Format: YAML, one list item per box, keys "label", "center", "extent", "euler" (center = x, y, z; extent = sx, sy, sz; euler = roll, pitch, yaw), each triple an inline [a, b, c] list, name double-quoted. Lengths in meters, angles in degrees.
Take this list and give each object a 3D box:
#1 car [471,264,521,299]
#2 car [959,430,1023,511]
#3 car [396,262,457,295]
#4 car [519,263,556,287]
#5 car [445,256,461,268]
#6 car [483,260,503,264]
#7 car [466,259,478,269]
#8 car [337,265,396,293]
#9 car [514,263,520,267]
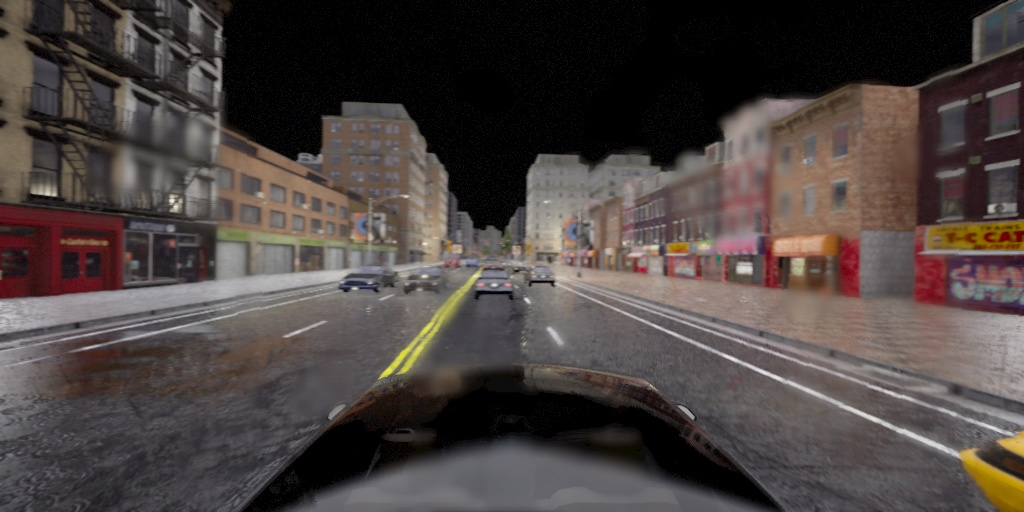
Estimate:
- label: "car"
  center: [-0.905, 1.313, 18.098]
  extent: [2.033, 1.411, 5.357]
  euler: [1, 0, -3]
- label: "car"
  center: [4.231, 1.280, 0.176]
  extent: [1.801, 1.575, 5.366]
  euler: [1, 0, -3]
- label: "car"
  center: [-4.437, 1.252, 19.515]
  extent: [2.033, 1.411, 5.357]
  euler: [1, 0, -3]
- label: "car"
  center: [1.889, 1.378, 25.639]
  extent: [2.033, 1.411, 5.357]
  euler: [1, 0, -3]
- label: "car"
  center: [-9.896, 0.968, 60.167]
  extent: [2.150, 2.045, 5.566]
  euler: [1, 0, -3]
- label: "car"
  center: [-1.936, 1.138, 36.589]
  extent: [2.097, 1.767, 4.553]
  euler: [1, 0, -3]
- label: "car"
  center: [-6.625, 1.270, 59.580]
  extent: [1.882, 1.535, 5.008]
  euler: [1, 0, -3]
- label: "car"
  center: [-7.717, 1.193, 19.959]
  extent: [2.033, 1.411, 5.357]
  euler: [1, 0, -3]
- label: "car"
  center: [0.944, 1.456, 42.330]
  extent: [1.895, 1.301, 4.718]
  euler: [1, 0, -3]
